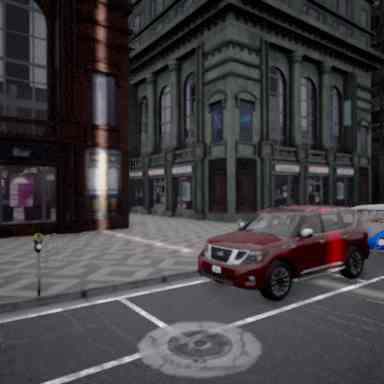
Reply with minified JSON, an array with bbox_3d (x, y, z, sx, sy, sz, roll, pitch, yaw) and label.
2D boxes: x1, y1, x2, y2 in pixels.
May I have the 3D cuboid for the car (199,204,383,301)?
[{"bbox_3d":[2.561,1.308,8.511,5.009,1.841,2.192,0,0,-36],"label":"car"}]
